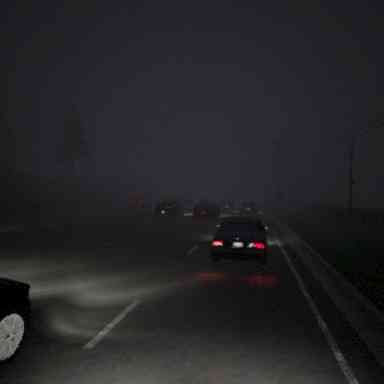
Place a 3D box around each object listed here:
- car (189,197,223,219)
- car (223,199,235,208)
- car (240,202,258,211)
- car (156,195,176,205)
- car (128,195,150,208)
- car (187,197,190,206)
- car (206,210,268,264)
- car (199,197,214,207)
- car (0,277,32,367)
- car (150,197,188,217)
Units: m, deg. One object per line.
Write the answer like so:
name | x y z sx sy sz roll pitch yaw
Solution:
car | 1.337 1.535 29.191 1.882 1.535 5.008 2 0 10
car | 5.853 1.777 53.940 1.994 1.385 4.181 2 0 10
car | 6.419 1.786 37.564 1.994 1.385 4.181 2 0 10
car | -4.416 1.383 56.629 2.128 1.511 4.902 2 0 10
car | -6.707 1.165 43.540 2.097 1.767 4.553 2 0 10
car | -1.086 1.560 55.442 1.994 1.385 4.181 2 0 10
car | 1.800 1.610 12.264 2.033 1.411 5.357 2 0 10
car | 2.438 1.611 54.706 1.837 1.490 4.892 2 0 10
car | -3.488 1.369 2.763 1.882 1.535 5.008 2 0 10
car | -2.000 1.458 30.401 1.837 1.490 4.892 2 0 10
